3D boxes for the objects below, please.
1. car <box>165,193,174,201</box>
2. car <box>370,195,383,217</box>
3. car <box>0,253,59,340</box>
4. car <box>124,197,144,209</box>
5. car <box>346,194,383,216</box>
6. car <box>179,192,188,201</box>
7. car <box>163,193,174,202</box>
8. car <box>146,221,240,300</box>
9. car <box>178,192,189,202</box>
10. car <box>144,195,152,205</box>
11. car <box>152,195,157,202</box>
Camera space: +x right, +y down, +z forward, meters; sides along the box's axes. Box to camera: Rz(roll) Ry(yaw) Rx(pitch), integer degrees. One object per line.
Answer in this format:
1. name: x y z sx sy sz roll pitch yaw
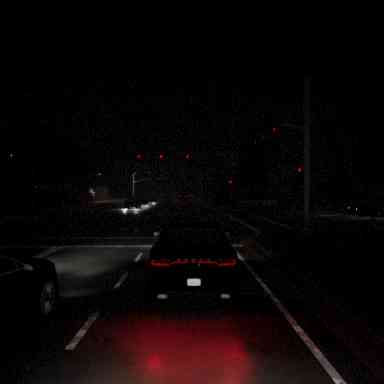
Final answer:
1. car: -5.705 1.244 85.229 2.097 1.767 4.553 0 0 -1
2. car: 18.640 1.343 29.154 4.553 1.767 2.097 0 0 -2
3. car: -3.468 1.490 4.469 2.128 1.511 4.902 0 0 0
4. car: -8.285 1.512 46.500 1.812 1.442 4.674 0 0 -1
5. car: 18.126 1.211 32.644 5.566 2.045 2.150 0 0 -2
6. car: -2.208 1.114 85.378 2.150 2.045 5.566 0 0 -1
7. car: -5.430 1.510 74.624 2.033 1.411 5.357 0 0 -1
8. car: 0.000 1.475 8.461 1.882 1.535 5.008 0 0 -1
9. car: -1.933 1.197 74.774 2.150 2.045 5.566 0 0 -1
10. car: -8.573 1.583 57.850 1.895 1.301 4.718 0 0 -1
11. car: -8.915 1.503 73.978 2.128 1.511 4.902 0 0 -1
